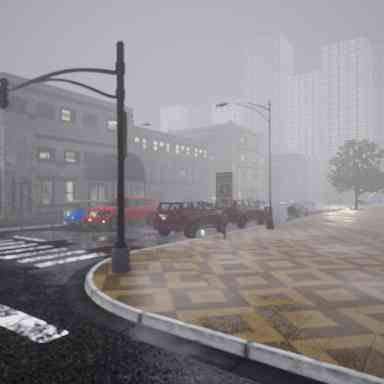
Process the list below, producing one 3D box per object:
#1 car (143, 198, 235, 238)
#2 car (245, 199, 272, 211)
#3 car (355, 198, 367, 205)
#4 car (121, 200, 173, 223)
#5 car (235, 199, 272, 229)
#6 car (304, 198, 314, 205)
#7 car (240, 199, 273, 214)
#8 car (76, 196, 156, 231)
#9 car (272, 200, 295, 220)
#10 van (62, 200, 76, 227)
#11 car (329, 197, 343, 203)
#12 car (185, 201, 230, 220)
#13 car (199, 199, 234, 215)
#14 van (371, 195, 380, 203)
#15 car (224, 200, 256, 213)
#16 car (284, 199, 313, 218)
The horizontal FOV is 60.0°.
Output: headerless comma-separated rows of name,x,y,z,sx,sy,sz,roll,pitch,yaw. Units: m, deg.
car,0.025,1.349,17.868,2.192,1.841,5.009,-1,-1,35
car,9.149,1.721,45.248,2.008,1.369,4.403,-1,-1,35
car,31.952,1.800,62.948,2.008,1.369,4.403,-1,-1,35
car,-3.622,1.529,27.216,1.967,1.590,4.097,-1,-1,35
car,3.218,1.367,22.377,2.192,1.841,5.009,-1,-1,35
car,21.919,1.814,63.281,2.008,1.369,4.403,-1,-1,35
car,7.497,1.638,38.404,1.837,1.490,4.892,0,0,35
car,-4.360,1.283,21.690,2.150,2.045,5.566,0,0,35
car,6.412,1.615,26.883,1.887,1.381,4.507,-1,-1,35
van,-6.814,1.412,22.709,1.690,1.788,3.998,-1,0,35
car,34.689,1.913,81.313,2.008,1.369,4.403,-1,-1,35
car,1.470,1.621,29.904,1.812,1.442,4.674,0,0,36
car,2.764,1.568,36.233,1.967,1.590,4.097,-1,-1,35
van,44.721,1.693,80.983,1.690,1.788,3.998,-1,-1,35
car,5.956,1.699,40.740,2.008,1.369,4.403,-1,-1,35
car,9.605,1.656,31.391,1.947,1.339,4.313,-1,-1,35
